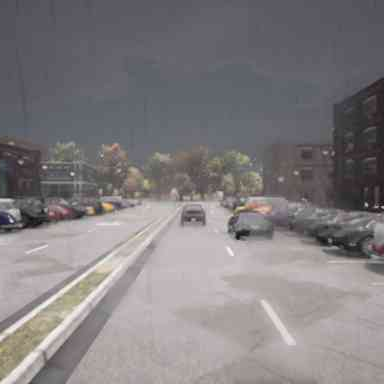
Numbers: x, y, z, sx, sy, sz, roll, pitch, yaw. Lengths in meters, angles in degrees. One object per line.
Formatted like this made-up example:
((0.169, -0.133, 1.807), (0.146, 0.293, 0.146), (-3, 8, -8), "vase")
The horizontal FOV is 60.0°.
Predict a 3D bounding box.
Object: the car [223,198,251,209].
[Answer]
((7.630, 1.900, 56.704), (4.553, 1.767, 2.185), (0, 0, 0), "car")

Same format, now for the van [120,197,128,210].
((-12.383, 1.759, 50.211), (4.442, 1.987, 1.878), (0, -1, 0), "van")

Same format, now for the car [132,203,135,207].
((-12.461, 2.073, 58.552), (4.792, 1.488, 2.163), (0, 0, 0), "car")

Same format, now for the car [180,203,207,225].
((0.110, 1.730, 26.030), (1.837, 1.490, 4.892), (0, 0, 0), "car")

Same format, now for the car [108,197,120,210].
((-12.537, 1.798, 44.774), (4.553, 1.767, 2.185), (0, -1, 0), "car")

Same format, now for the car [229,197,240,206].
((7.683, 1.611, 40.155), (5.566, 2.045, 2.435), (0, -1, 0), "car")

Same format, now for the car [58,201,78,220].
((-12.522, 1.763, 28.034), (4.674, 1.452, 2.002), (0, -1, 0), "car")

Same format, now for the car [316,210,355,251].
((7.639, 1.578, 12.583), (4.892, 1.521, 2.231), (0, -1, 0), "car")

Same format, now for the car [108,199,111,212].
((-12.519, 1.857, 39.214), (4.892, 1.521, 2.231), (0, -1, 0), "car")

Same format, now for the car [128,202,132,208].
((-12.528, 1.883, 53.118), (4.553, 1.767, 2.185), (0, 0, 0), "car")

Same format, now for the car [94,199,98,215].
((-12.704, 1.785, 33.657), (5.366, 1.575, 1.946), (0, -1, 0), "car")

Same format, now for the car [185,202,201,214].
((0.116, 2.004, 41.939), (1.895, 1.301, 4.718), (0, -1, 0), "car")

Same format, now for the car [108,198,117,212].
((-12.504, 1.888, 41.869), (5.008, 1.535, 2.097), (0, -1, 0), "car")

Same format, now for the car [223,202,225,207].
((7.657, 2.020, 51.185), (4.674, 1.452, 2.002), (0, -1, 0), "car")

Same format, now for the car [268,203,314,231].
((7.642, 1.653, 20.853), (4.892, 1.521, 2.231), (0, -1, 0), "car")

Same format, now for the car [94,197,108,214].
((-12.545, 1.571, 36.440), (5.566, 2.045, 2.435), (0, -1, 0), "car")

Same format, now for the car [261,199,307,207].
((7.618, 1.554, 23.610), (4.553, 1.767, 2.185), (0, -1, 0), "car")

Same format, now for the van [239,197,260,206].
((7.536, 1.573, 34.640), (4.442, 1.987, 1.878), (0, -1, 0), "van")

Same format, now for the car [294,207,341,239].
((7.640, 1.602, 15.338), (4.892, 1.521, 2.231), (0, -1, 0), "car")

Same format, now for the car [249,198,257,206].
((7.682, 1.611, 29.125), (4.553, 1.767, 2.185), (0, -1, 0), "car")

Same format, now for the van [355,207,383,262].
((7.526, 1.327, 9.703), (4.442, 1.987, 1.878), (0, 0, 0), "van")

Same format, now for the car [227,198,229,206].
((7.664, 1.928, 45.666), (4.892, 1.521, 2.231), (0, -1, 0), "car")

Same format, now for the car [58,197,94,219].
((-12.493, 1.503, 30.755), (5.566, 2.045, 2.435), (0, -1, 0), "car")

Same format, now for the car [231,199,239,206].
((7.469, 1.828, 37.395), (5.366, 1.575, 1.946), (0, -1, 0), "car")

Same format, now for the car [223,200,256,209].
((7.666, 2.005, 53.941), (5.008, 1.535, 2.097), (0, 0, 0), "car")

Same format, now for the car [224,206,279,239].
((3.106, 1.712, 18.307), (1.994, 1.385, 4.181), (0, -1, 0), "car")

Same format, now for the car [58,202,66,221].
((-12.526, 1.733, 25.320), (4.674, 1.452, 2.002), (0, -1, 0), "car")

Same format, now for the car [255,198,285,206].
((7.681, 1.582, 26.368), (4.553, 1.767, 2.185), (0, -1, 0), "car")

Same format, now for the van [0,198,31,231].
((-12.418, 1.408, 19.763), (4.442, 1.987, 1.878), (0, -1, 0), "van")

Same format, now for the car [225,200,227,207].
((7.627, 1.829, 48.429), (4.553, 1.767, 2.185), (0, -1, 0), "car")

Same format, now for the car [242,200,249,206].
((7.658, 1.768, 31.880), (5.008, 1.535, 2.097), (0, -1, 0), "car")

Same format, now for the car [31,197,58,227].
((-12.560, 1.412, 22.544), (5.566, 2.045, 2.435), (0, -1, 0), "car")
